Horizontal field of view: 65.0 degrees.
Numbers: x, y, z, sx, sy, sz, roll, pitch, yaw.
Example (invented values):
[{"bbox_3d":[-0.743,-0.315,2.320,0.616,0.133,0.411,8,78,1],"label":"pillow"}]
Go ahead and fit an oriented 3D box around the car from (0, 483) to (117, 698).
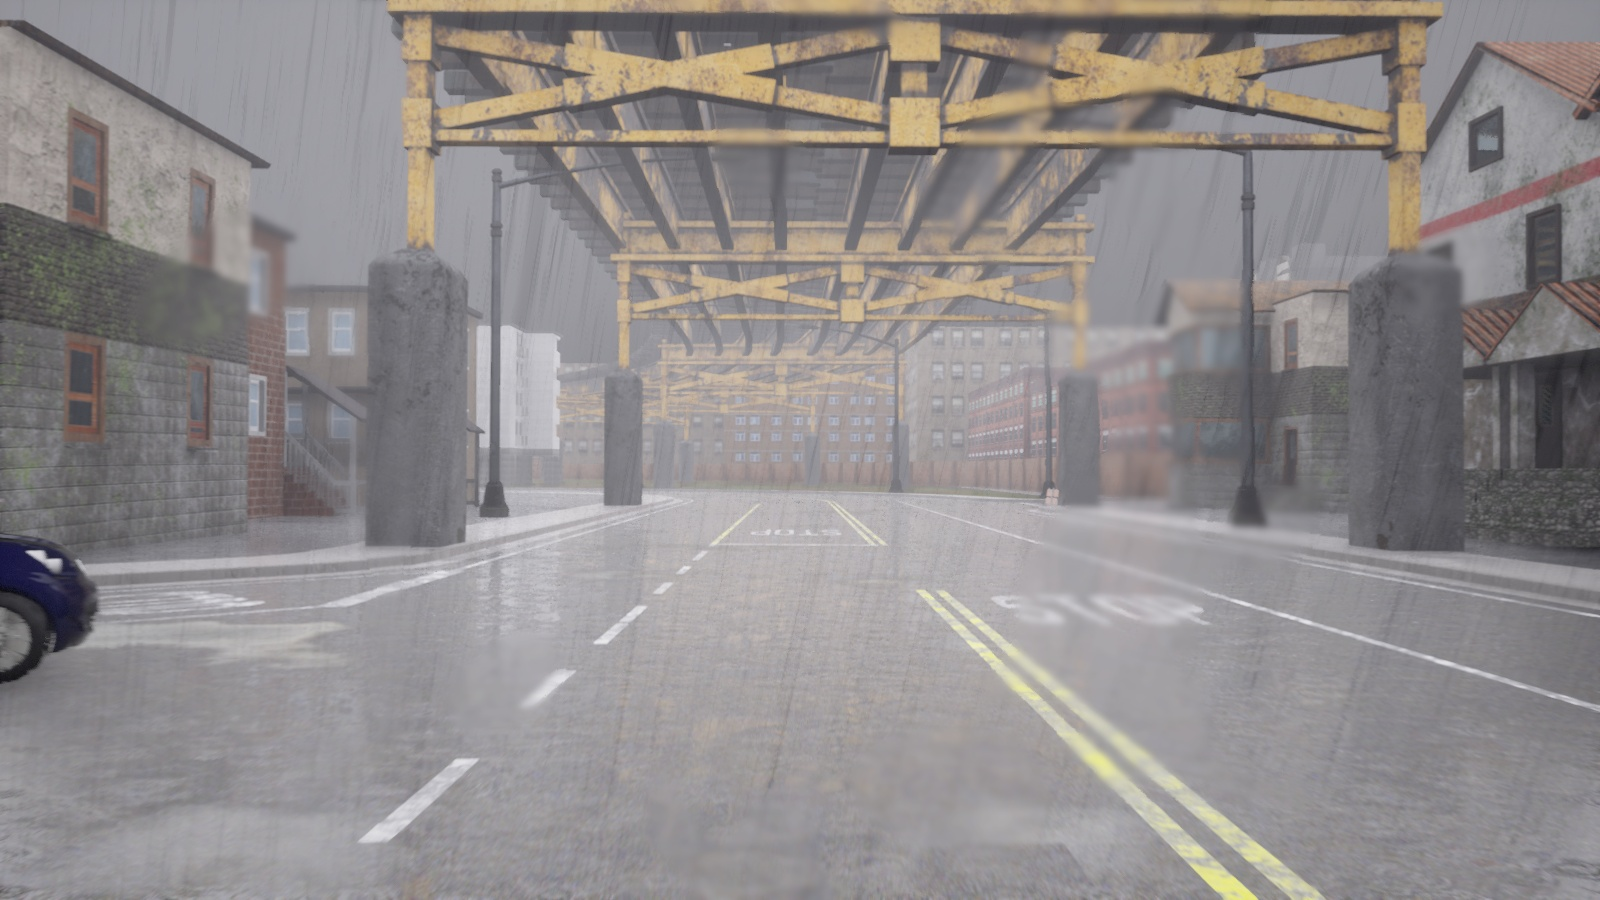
[{"bbox_3d":[-7.054,1.010,9.104,3.633,1.501,1.845,0,-1,-30],"label":"car"}]
